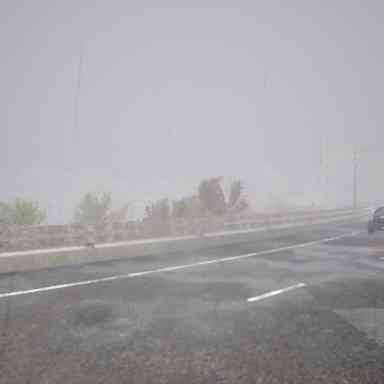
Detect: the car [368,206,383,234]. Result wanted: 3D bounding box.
[{"bbox_3d":[12.288,1.585,20.082,2.097,1.767,4.553,0,-1,43],"label":"car"}]
